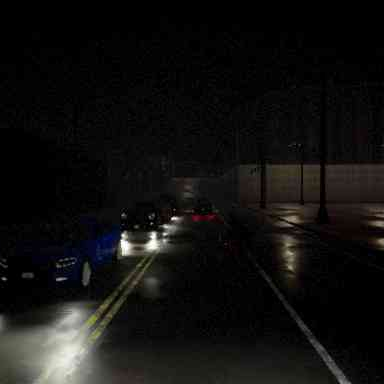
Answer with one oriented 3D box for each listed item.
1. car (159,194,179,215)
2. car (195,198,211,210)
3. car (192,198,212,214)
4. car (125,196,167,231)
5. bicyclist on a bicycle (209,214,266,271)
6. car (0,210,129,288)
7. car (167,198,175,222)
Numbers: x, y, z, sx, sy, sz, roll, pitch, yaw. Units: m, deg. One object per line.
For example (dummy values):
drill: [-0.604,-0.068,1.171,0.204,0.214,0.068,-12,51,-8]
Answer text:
car: [-2.539,1.221,33.953,2.150,2.045,5.566,0,0,0]
car: [1.433,1.547,44.671,2.033,1.411,5.357,0,0,2]
car: [1.129,1.526,34.729,1.812,1.442,4.674,0,0,1]
car: [-3.000,1.351,20.663,2.097,1.767,4.553,0,0,2]
bicyclist on a bicycle: [1.298,1.452,9.529,1.656,1.620,0.582,0,0,2]
car: [-3.353,1.478,9.436,1.882,1.535,5.008,0,0,2]
car: [-2.720,1.482,26.662,1.882,1.535,5.008,0,0,2]
